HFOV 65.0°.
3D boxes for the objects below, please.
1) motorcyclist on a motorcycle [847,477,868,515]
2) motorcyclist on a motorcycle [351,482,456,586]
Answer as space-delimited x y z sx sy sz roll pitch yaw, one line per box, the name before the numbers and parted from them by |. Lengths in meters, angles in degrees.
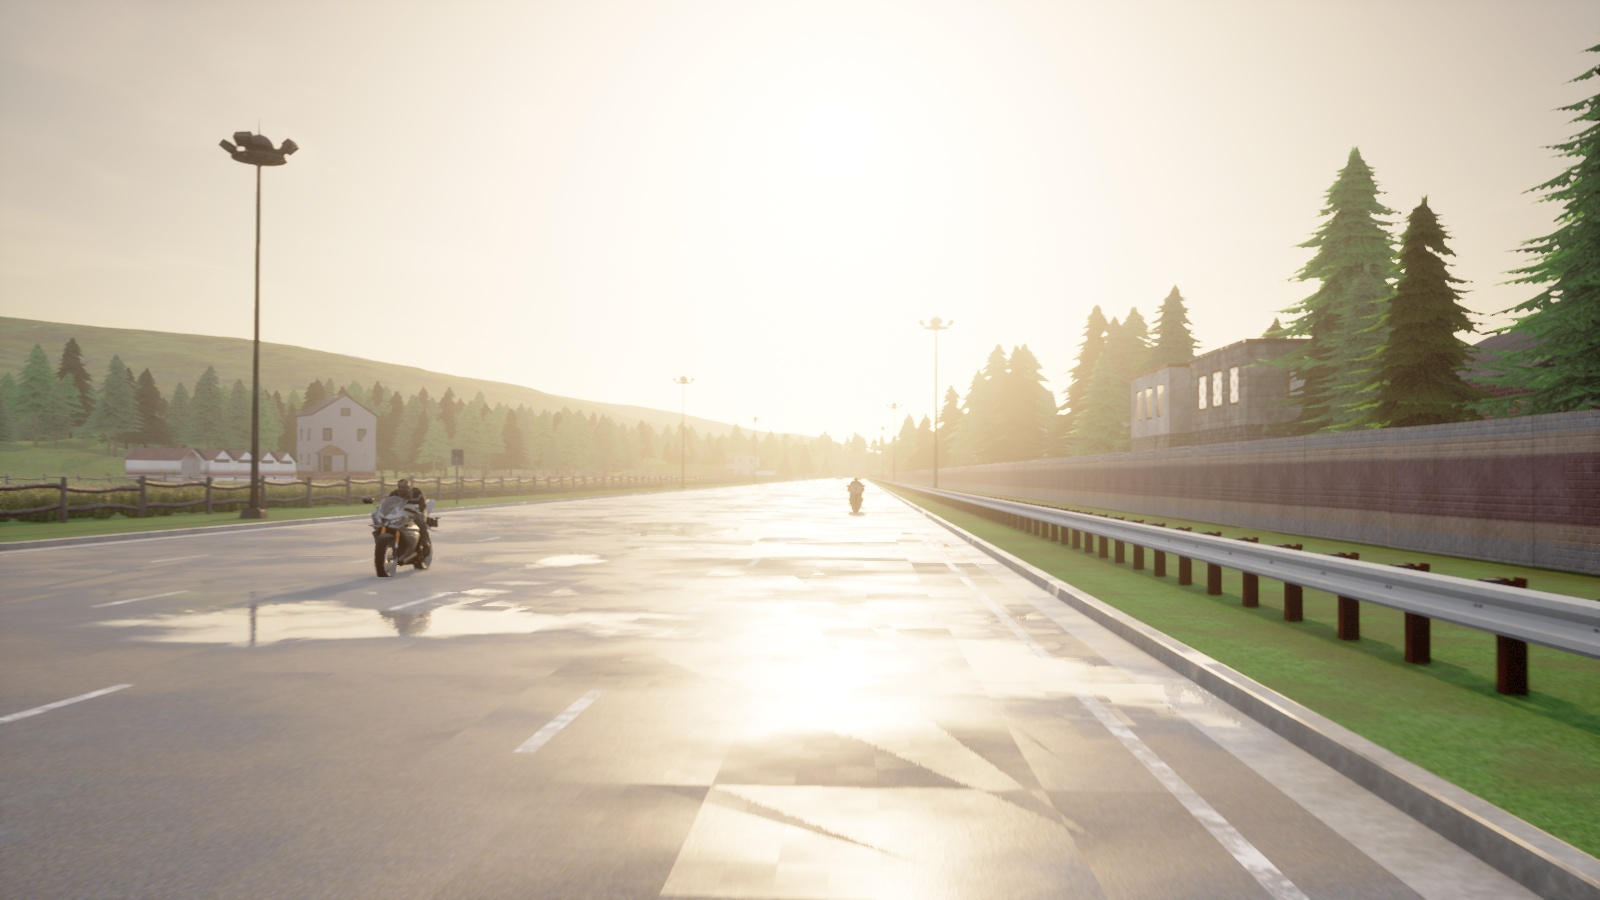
motorcyclist on a motorcycle | 2.417 1.911 52.727 0.866 1.530 2.191 0 -1 3
motorcyclist on a motorcycle | -6.187 1.274 19.760 0.866 1.530 2.191 0 -1 3
